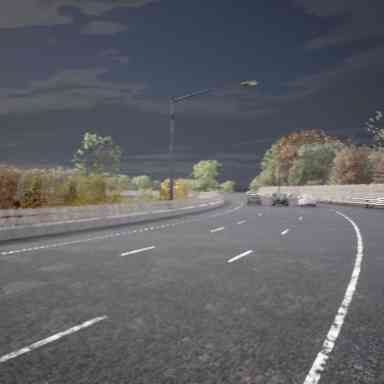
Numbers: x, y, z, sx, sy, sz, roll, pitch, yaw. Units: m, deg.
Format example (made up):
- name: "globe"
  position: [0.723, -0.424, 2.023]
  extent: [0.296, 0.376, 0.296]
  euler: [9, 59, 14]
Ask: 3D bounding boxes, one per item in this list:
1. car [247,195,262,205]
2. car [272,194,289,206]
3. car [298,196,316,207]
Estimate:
- name: "car"
  position: [9.016, 1.109, 47.952]
  extent: [2.128, 1.511, 4.902]
  euler: [1, 1, 10]
- name: "car"
  position: [12.232, 1.010, 46.210]
  extent: [2.097, 1.767, 4.553]
  euler: [1, 1, 10]
- name: "car"
  position: [15.608, 1.220, 45.069]
  extent: [1.812, 1.442, 4.674]
  euler: [1, 0, 11]
